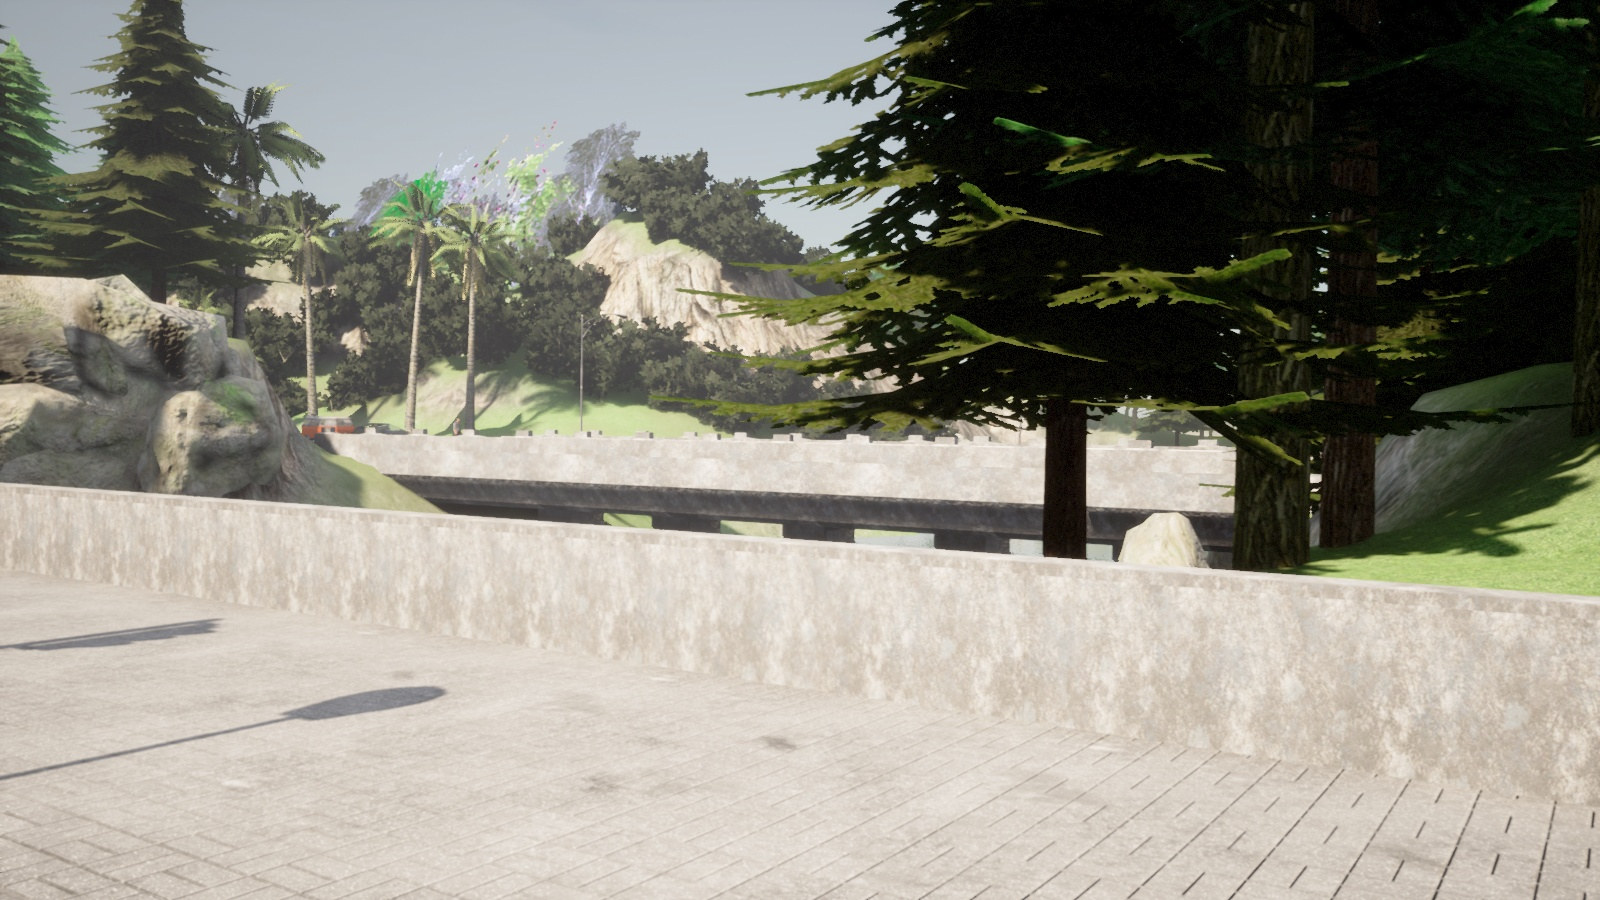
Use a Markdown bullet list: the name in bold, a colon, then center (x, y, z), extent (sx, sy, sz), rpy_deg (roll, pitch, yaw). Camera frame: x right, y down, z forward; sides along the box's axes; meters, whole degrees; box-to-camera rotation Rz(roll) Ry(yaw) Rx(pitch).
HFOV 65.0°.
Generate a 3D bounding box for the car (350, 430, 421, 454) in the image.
- **car**: center (-26.905, -0.535, 81.493), extent (4.514, 1.525, 2.007), rpy_deg (0, 1, 34)

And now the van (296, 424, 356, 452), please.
- **van**: center (-34.478, -0.855, 91.309), extent (4.442, 1.987, 1.775), rpy_deg (0, 1, 34)
